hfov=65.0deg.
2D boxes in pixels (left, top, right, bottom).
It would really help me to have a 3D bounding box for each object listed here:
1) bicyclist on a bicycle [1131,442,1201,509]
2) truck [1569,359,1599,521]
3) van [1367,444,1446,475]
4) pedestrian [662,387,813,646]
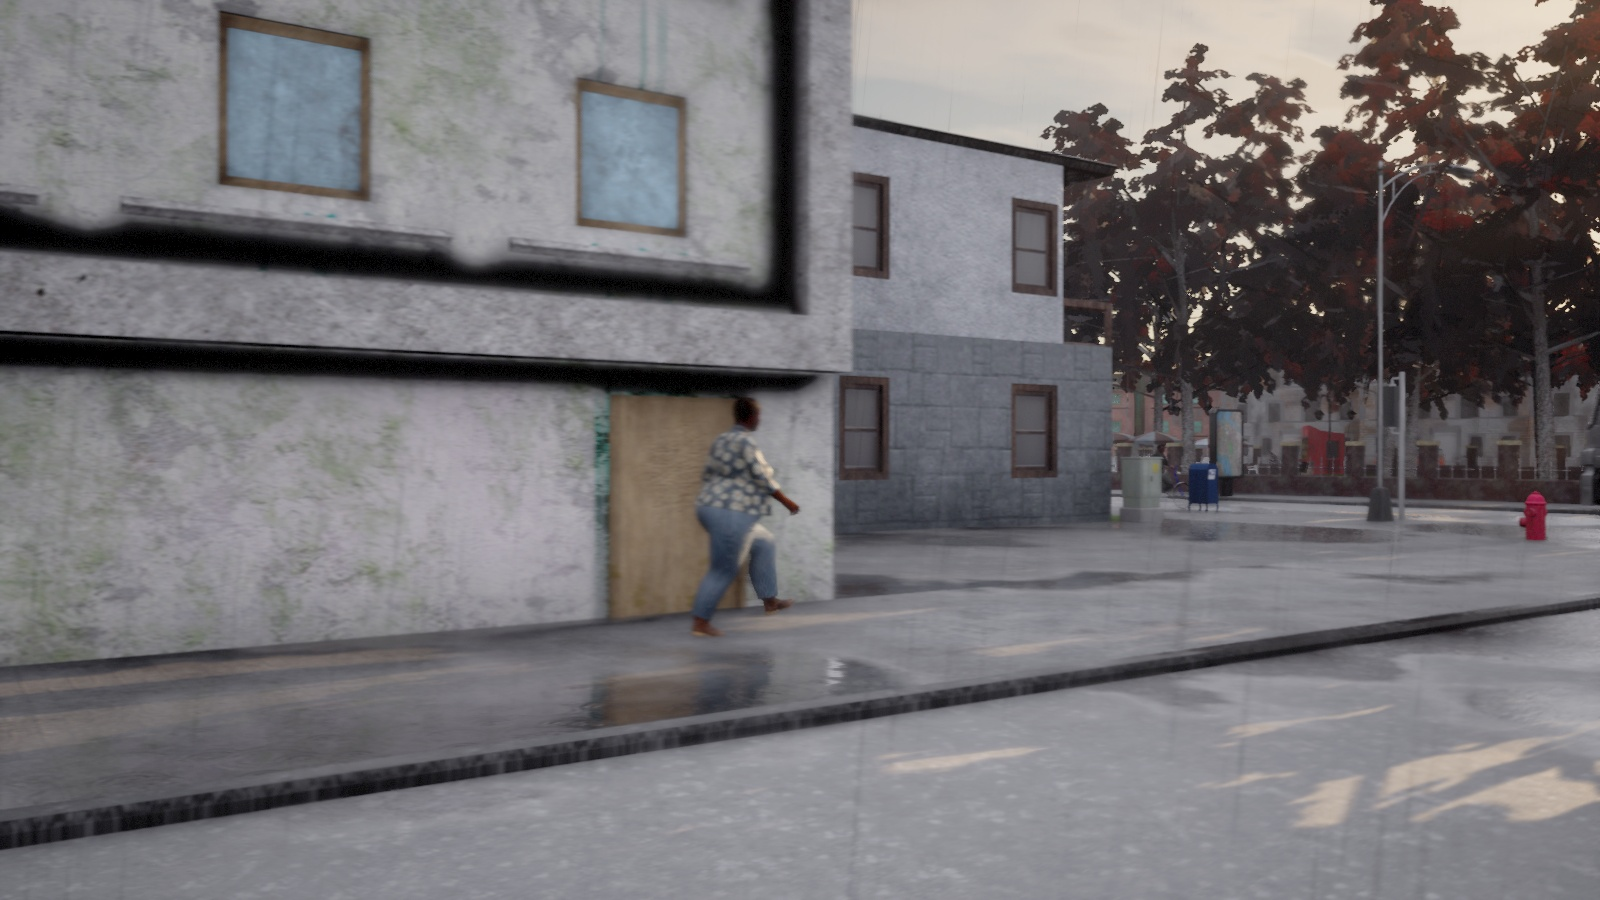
[{"bbox_3d":[9.979,0.678,34.302,0.659,1.776,1.843,0,0,-35],"label":"bicyclist on a bicycle"},{"bbox_3d":[20.031,-0.219,24.676,2.891,3.462,7.936,0,0,-31],"label":"truck"},{"bbox_3d":[40.410,0.617,83.745,1.775,1.987,4.442,0,0,-35],"label":"van"},{"bbox_3d":[-0.491,0.479,9.601,0.900,1.855,0.874,0,0,-24],"label":"pedestrian"}]
